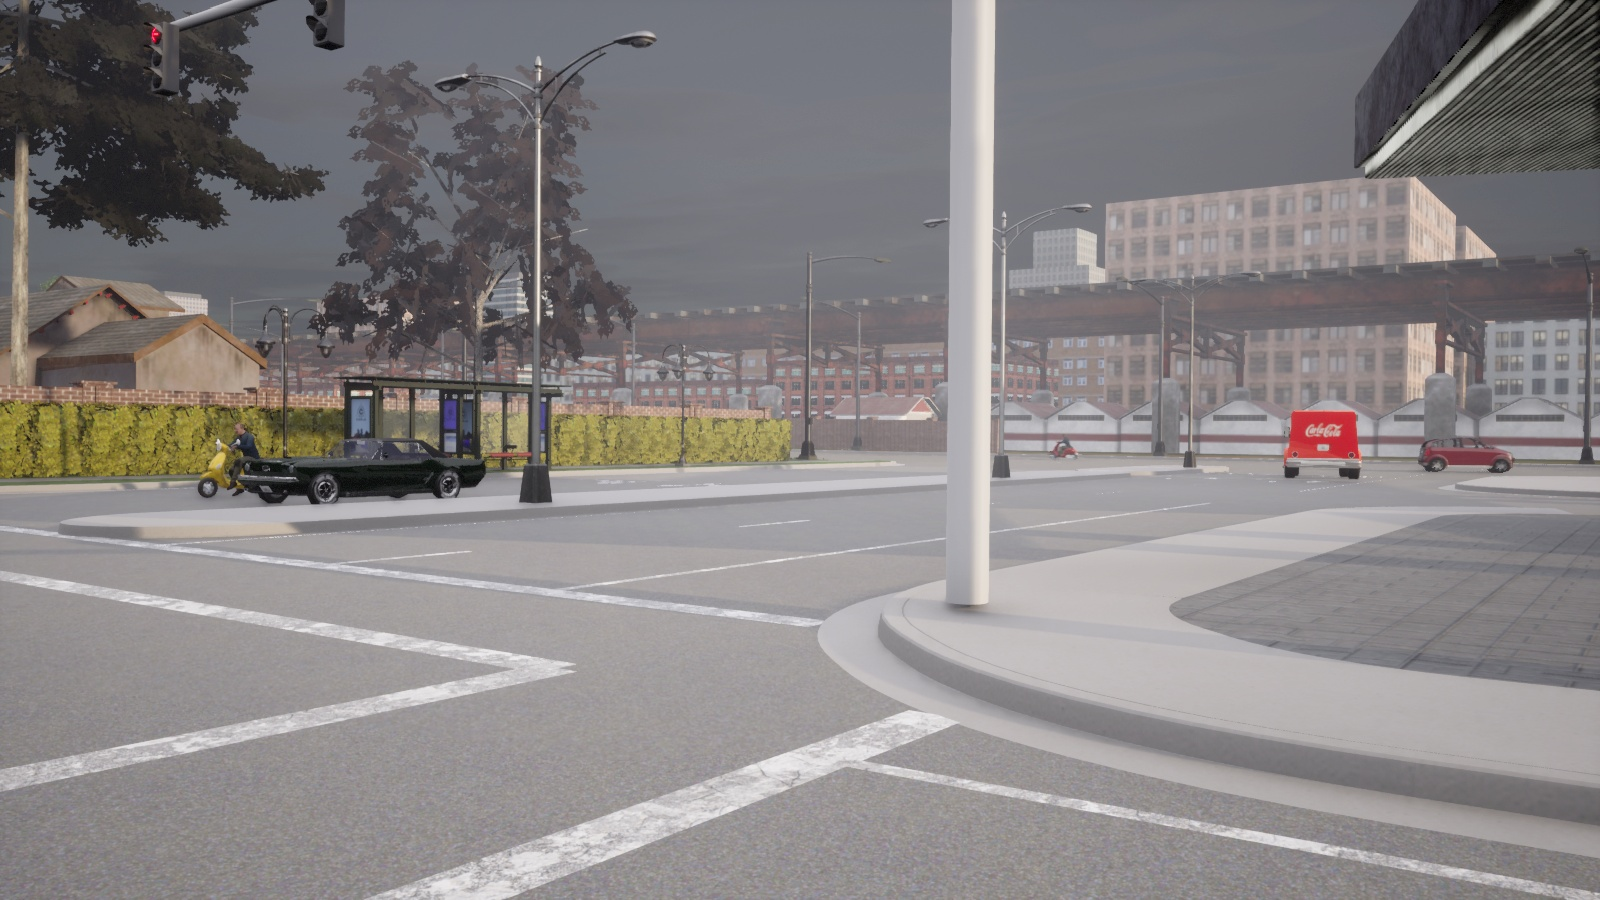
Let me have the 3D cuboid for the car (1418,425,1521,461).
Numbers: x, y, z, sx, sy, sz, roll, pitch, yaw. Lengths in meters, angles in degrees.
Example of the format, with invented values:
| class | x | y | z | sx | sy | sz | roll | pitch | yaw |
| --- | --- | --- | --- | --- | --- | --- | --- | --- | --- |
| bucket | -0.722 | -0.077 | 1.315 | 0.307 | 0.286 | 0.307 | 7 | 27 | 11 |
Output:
| class | x | y | z | sx | sy | sz | roll | pitch | yaw |
| --- | --- | --- | --- | --- | --- | --- | --- | --- | --- |
| car | 29.295 | -0.307 | 55.049 | 3.705 | 1.549 | 1.789 | 0 | 0 | 18 |

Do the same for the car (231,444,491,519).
| class | x | y | z | sx | sy | sz | roll | pitch | yaw |
| --- | --- | --- | --- | --- | --- | --- | --- | --- | --- |
| car | -8.724 | 0.564 | 25.371 | 1.895 | 1.301 | 4.718 | 0 | 1 | 35 |

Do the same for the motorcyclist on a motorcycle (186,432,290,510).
| class | x | y | z | sx | sy | sz | roll | pitch | yaw |
| --- | --- | --- | --- | --- | --- | --- | --- | --- | --- |
| motorcyclist on a motorcycle | -11.985 | 0.427 | 26.842 | 0.866 | 1.590 | 1.817 | 0 | 1 | 35 |

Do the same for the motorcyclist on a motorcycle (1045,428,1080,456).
| class | x | y | z | sx | sy | sz | roll | pitch | yaw |
| --- | --- | --- | --- | --- | --- | --- | --- | --- | --- |
| motorcyclist on a motorcycle | 15.421 | -0.462 | 73.763 | 1.817 | 1.590 | 0.866 | 0 | 1 | 35 |

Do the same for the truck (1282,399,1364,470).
| class | x | y | z | sx | sy | sz | roll | pitch | yaw |
| --- | --- | --- | --- | --- | --- | --- | --- | --- | --- |
| truck | 19.224 | -0.563 | 46.375 | 2.627 | 2.467 | 5.204 | 0 | 1 | 21 |
